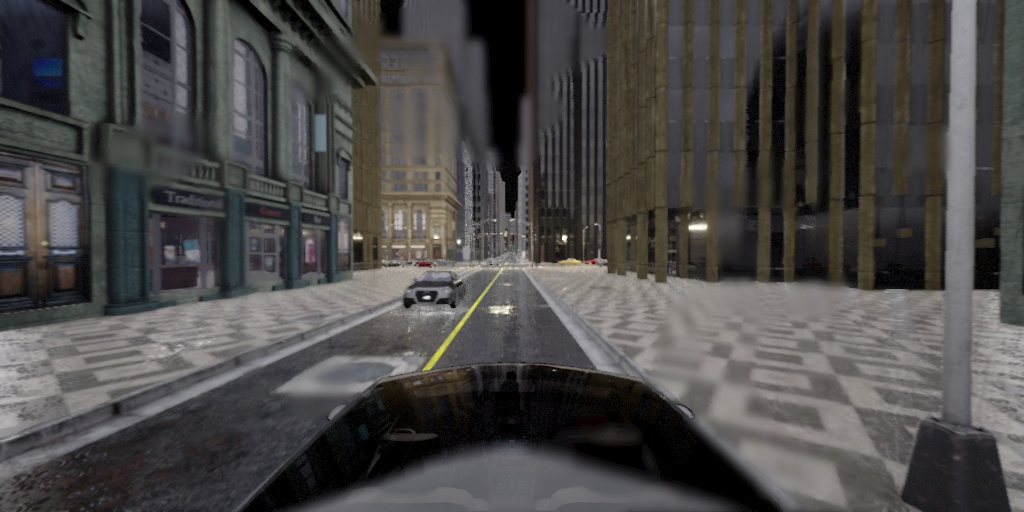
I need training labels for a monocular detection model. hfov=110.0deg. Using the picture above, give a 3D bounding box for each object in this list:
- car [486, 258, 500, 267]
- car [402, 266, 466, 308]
[{"bbox_3d":[-2.963,0.949,56.505,1.994,1.385,4.181,0,0,0],"label":"car"},{"bbox_3d":[-3.089,1.307,14.952,1.994,1.385,4.181,0,0,0],"label":"car"}]
